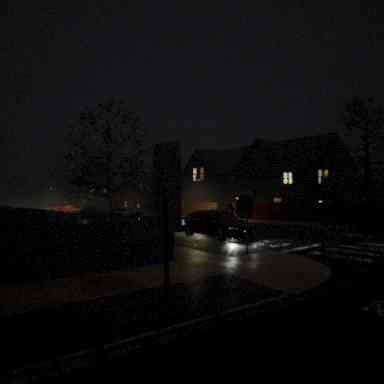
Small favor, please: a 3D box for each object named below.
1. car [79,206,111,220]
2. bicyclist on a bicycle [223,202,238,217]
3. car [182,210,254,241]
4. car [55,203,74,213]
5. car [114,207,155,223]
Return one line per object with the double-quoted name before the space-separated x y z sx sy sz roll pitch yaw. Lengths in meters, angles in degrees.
"car" -10.484 2.234 35.339 1.882 1.535 5.008 -1 -1 -35
"bicyclist on a bicycle" 3.009 1.583 26.364 1.656 1.620 0.582 -2 0 -35
"car" 1.302 1.776 18.652 1.837 1.490 4.892 -1 -1 -35
"car" -21.526 2.605 56.060 2.097 1.767 4.553 -1 -1 -35
"car" -4.532 2.112 26.912 1.895 1.301 4.718 -1 -1 -35
